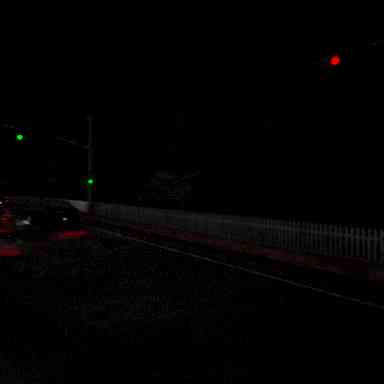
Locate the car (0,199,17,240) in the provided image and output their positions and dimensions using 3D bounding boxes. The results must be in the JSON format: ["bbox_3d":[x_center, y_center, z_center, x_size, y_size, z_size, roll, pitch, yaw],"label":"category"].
[{"bbox_3d":[-9.211,1.293,14.942,1.882,1.535,5.008,0,1,-36],"label":"car"}]

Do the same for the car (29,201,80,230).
[{"bbox_3d":[-8.093,1.242,19.341,1.882,1.535,5.008,0,1,-36],"label":"car"}]

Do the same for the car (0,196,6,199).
[{"bbox_3d":[-22.437,1.105,38.327,1.994,1.385,4.181,0,1,-42],"label":"car"}]
